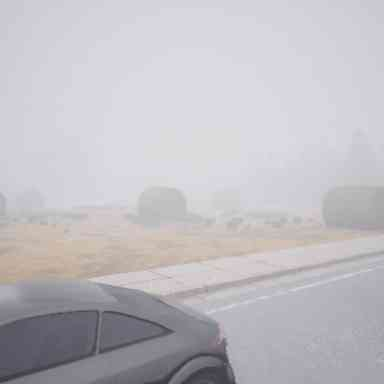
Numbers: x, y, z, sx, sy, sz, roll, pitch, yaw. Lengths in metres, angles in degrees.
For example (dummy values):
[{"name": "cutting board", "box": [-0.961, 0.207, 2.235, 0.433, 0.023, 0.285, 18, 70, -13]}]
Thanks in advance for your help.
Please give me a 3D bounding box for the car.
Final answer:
[{"name": "car", "box": [-1.629, 1.565, 2.828, 4.181, 1.385, 1.994, 0, 0, -35]}]
